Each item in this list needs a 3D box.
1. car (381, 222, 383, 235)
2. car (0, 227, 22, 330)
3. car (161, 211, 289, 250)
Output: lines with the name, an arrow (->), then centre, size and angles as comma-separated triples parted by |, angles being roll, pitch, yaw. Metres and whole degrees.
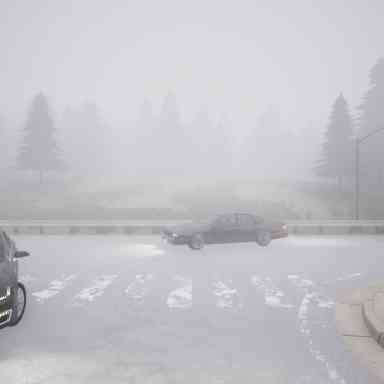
car -> 11.237, 1.492, 15.070 | 4.902, 1.511, 2.128 | 0, 0, 0
car -> -4.457, 1.505, 6.550 | 1.837, 1.490, 4.892 | 0, 0, -28
car -> 1.458, 1.547, 14.191 | 5.357, 1.411, 2.033 | 0, 0, -20
